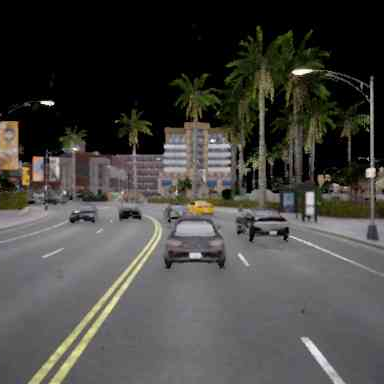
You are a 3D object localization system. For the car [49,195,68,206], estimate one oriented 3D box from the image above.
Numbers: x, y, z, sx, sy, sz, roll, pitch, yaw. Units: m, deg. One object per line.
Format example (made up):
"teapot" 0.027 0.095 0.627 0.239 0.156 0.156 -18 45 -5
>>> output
"car" -26.232 1.526 63.854 5.566 2.045 2.150 0 0 36

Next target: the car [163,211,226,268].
"car" 0.070 1.580 11.390 1.812 1.442 4.674 0 0 -1

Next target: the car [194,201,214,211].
"car" 0.763 1.637 33.626 1.882 1.535 5.008 0 0 -15

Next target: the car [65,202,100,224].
"car" -8.381 1.673 26.348 2.033 1.411 5.357 0 0 -11

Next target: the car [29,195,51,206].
"car" -28.960 1.803 61.456 4.902 1.511 2.128 0 0 33

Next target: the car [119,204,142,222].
"car" -5.242 1.735 28.236 1.895 1.301 4.718 0 0 -12

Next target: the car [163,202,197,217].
"car" -1.307 1.677 27.348 2.033 1.411 5.357 0 0 -11

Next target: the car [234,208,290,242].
"car" 3.393 1.571 16.841 2.128 1.511 4.902 0 0 -3
